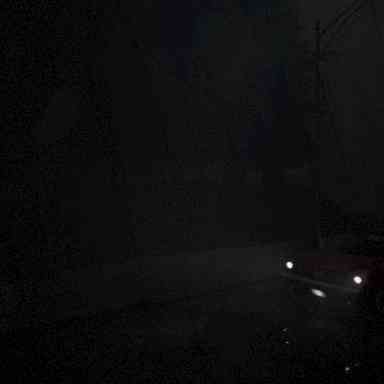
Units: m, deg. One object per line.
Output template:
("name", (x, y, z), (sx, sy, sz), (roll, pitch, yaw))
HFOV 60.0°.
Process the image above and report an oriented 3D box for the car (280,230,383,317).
("car", (4.198, 1.606, 7.591), (4.718, 1.301, 1.895), (0, 0, -35))
